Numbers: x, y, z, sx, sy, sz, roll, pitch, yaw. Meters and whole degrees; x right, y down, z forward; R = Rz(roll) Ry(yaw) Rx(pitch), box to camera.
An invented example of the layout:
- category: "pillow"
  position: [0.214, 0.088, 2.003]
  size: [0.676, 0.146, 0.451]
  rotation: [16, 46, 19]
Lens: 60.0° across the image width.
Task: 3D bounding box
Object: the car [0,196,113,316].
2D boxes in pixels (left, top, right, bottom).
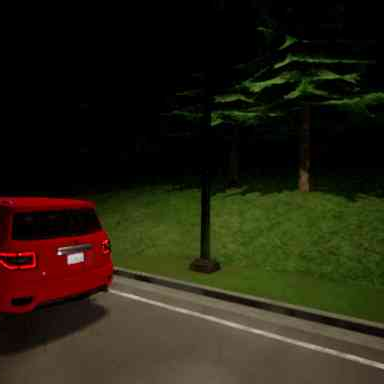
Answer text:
- category: "car"
  position: [-4.058, 1.098, 6.840]
  size: [5.566, 2.045, 2.150]
  rotation: [1, 1, 35]
